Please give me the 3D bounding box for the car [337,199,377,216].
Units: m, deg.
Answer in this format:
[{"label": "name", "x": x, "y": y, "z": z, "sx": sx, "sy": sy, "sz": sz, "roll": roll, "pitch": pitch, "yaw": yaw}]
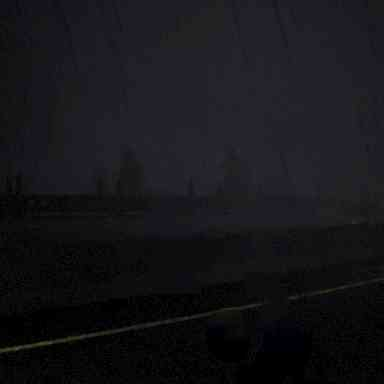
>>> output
[{"label": "car", "x": 15.828, "y": 1.454, "z": 31.846, "sx": 5.008, "sy": 1.535, "sz": 1.882, "roll": 1, "pitch": 1, "yaw": -38}]
